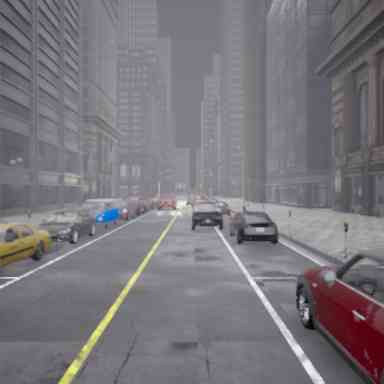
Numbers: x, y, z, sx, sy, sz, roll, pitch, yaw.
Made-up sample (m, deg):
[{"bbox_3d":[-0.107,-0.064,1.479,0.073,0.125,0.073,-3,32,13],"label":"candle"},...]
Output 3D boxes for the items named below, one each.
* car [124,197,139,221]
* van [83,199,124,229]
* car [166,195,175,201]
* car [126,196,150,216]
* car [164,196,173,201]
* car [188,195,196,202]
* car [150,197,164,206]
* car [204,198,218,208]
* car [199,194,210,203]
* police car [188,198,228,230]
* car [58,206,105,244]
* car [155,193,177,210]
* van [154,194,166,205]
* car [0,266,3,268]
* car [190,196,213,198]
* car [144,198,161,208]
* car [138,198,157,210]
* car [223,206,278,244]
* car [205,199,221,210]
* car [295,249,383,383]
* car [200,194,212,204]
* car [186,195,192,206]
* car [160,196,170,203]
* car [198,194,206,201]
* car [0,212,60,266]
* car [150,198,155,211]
[{"bbox_3d":[-5.765,1.434,26.784,1.967,1.590,4.097,0,0,0],"label":"car"},{"bbox_3d":[-5.766,1.335,21.148,1.690,1.788,3.998,0,0,0],"label":"van"},{"bbox_3d":[-5.765,1.570,88.787,2.008,1.369,4.403,0,0,0],"label":"car"},{"bbox_3d":[-5.766,1.308,32.421,2.192,1.841,5.009,0,0,0],"label":"car"},{"bbox_3d":[-5.765,1.580,83.150,1.947,1.339,4.313,0,0,0],"label":"car"},{"bbox_3d":[0.001,1.408,74.607,1.837,1.490,4.892,0,0,0],"label":"car"},{"bbox_3d":[-5.765,1.577,54.968,1.802,1.307,4.206,0,0,0],"label":"car"},{"bbox_3d":[2.760,1.575,49.337,1.802,1.307,4.206,0,0,0],"label":"car"},{"bbox_3d":[2.759,1.318,71.880,2.192,1.841,5.009,0,0,0],"label":"car"},{"bbox_3d":[0.900,1.419,21.235,1.930,1.638,5.238,0,0,0],"label":"police car"},{"bbox_3d":[-5.765,1.546,15.511,2.008,1.369,4.403,0,0,0],"label":"car"},{"bbox_3d":[-3.092,1.211,42.270,2.150,2.045,5.566,0,0,0],"label":"car"},{"bbox_3d":[-5.766,1.338,60.605,1.690,1.788,3.998,0,0,0],"label":"van"},{"bbox_3d":[-3.099,1.563,1.703,1.994,1.385,4.181,0,0,0],"label":"car"},{"bbox_3d":[0.900,1.448,31.315,1.801,1.575,5.366,0,0,0],"label":"car"},{"bbox_3d":[-5.765,1.544,49.331,2.008,1.369,4.403,0,0,0],"label":"car"},{"bbox_3d":[-5.765,1.558,43.694,1.947,1.339,4.313,0,0,0],"label":"car"},{"bbox_3d":[2.760,1.560,15.518,1.947,1.339,4.313,0,0,0],"label":"car"},{"bbox_3d":[2.760,1.574,43.700,1.802,1.307,4.206,0,0,0],"label":"car"},{"bbox_3d":[2.759,1.438,4.245,1.967,1.590,4.097,0,0,0],"label":"car"},{"bbox_3d":[2.759,1.314,66.244,2.192,1.841,5.009,0,0,0],"label":"car"},{"bbox_3d":[0.001,1.542,54.968,2.033,1.411,5.357,0,0,0],"label":"car"},{"bbox_3d":[-5.765,1.586,71.878,1.802,1.307,4.206,0,0,0],"label":"car"},{"bbox_3d":[2.760,1.459,88.789,1.967,1.590,4.097,0,0,0],"label":"car"},{"bbox_3d":[-5.765,1.522,9.705,1.752,1.417,4.829,0,0,0],"label":"car"},{"bbox_3d":[-5.765,1.559,38.058,1.947,1.339,4.313,0,0,0],"label":"car"}]
